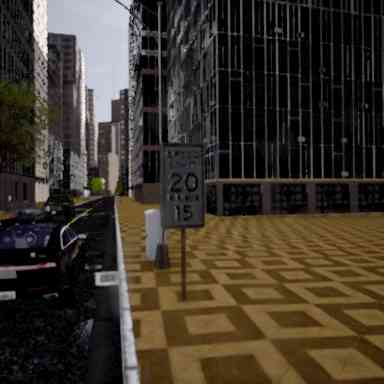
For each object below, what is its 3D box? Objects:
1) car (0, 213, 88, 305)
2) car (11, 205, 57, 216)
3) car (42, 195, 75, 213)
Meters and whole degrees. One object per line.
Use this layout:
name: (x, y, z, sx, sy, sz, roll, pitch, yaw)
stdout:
car: (-3.622, 1.492, 7.834, 2.128, 1.511, 4.902, -1, 0, -13)
car: (-8.992, 1.626, 18.289, 1.895, 1.301, 4.718, -1, 0, -13)
car: (-11.393, 1.252, 28.597, 2.150, 2.045, 5.566, -1, 0, -13)
